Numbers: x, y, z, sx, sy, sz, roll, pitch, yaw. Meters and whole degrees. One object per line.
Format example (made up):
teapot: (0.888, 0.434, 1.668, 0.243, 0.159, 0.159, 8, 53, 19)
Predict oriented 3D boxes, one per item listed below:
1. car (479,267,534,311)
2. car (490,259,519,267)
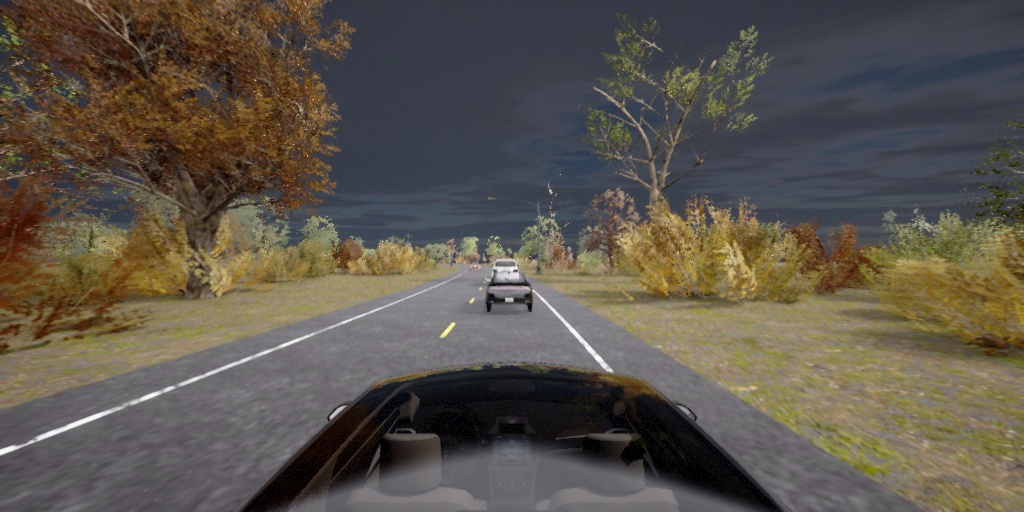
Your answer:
car: (-0.124, 1.395, 15.387, 2.128, 1.511, 4.902, 0, -1, -1)
car: (-0.594, 1.294, 29.472, 2.150, 2.045, 5.566, 0, 0, -2)
